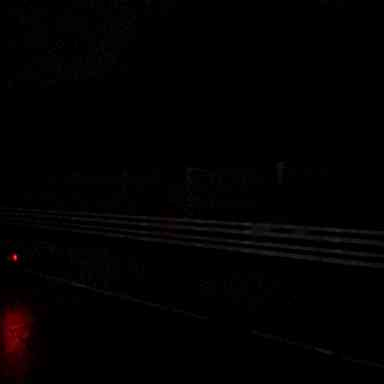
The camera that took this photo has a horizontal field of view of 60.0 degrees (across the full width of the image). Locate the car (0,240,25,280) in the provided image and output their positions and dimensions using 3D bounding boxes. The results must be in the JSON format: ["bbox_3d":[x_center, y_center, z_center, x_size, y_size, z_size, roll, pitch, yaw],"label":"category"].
[{"bbox_3d":[-6.387,1.576,8.620,4.718,1.301,1.895,0,0,36],"label":"car"}]
